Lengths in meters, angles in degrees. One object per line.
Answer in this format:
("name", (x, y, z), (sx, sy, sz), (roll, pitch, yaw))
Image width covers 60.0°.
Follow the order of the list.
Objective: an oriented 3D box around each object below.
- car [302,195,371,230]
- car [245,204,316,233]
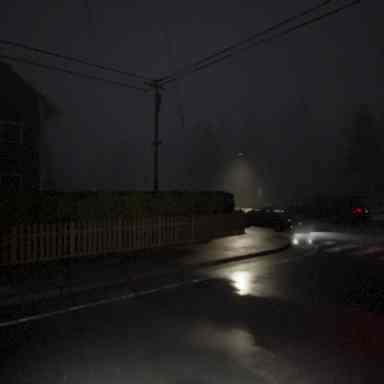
("car", (8.641, 1.235, 21.793), (2.150, 2.045, 5.566), (0, 0, -40))
("car", (4.871, 1.575, 20.056), (1.994, 1.385, 4.181), (0, 0, -34))
